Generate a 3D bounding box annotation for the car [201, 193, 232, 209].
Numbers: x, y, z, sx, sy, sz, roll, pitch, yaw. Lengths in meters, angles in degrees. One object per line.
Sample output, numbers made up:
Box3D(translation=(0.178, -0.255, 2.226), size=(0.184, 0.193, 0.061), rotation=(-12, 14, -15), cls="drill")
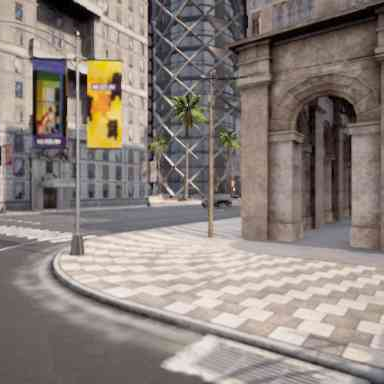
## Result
Box3D(translation=(3.491, 1.222, 46.497), size=(2.150, 2.045, 5.566), rotation=(0, 0, 36), cls="car")
